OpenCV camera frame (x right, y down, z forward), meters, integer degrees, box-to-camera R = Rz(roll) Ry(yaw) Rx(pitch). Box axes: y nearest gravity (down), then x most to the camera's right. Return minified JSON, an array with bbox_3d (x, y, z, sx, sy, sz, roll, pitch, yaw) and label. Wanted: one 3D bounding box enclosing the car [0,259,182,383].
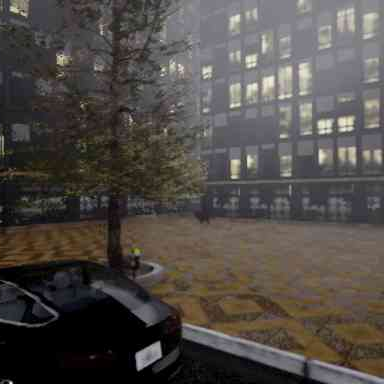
[{"bbox_3d":[-2.097,1.575,4.335,4.313,1.339,1.947,0,0,36],"label":"car"}]
